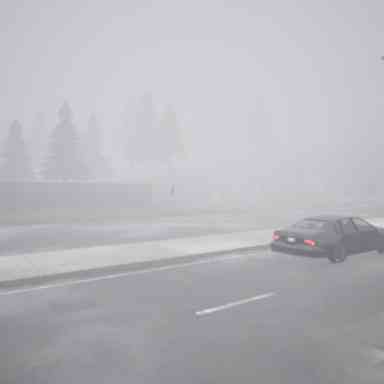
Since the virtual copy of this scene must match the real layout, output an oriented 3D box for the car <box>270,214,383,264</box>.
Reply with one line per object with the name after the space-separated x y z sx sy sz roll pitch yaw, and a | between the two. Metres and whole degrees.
5.090 1.505 11.675 5.357 1.411 2.033 0 0 -35 | car
